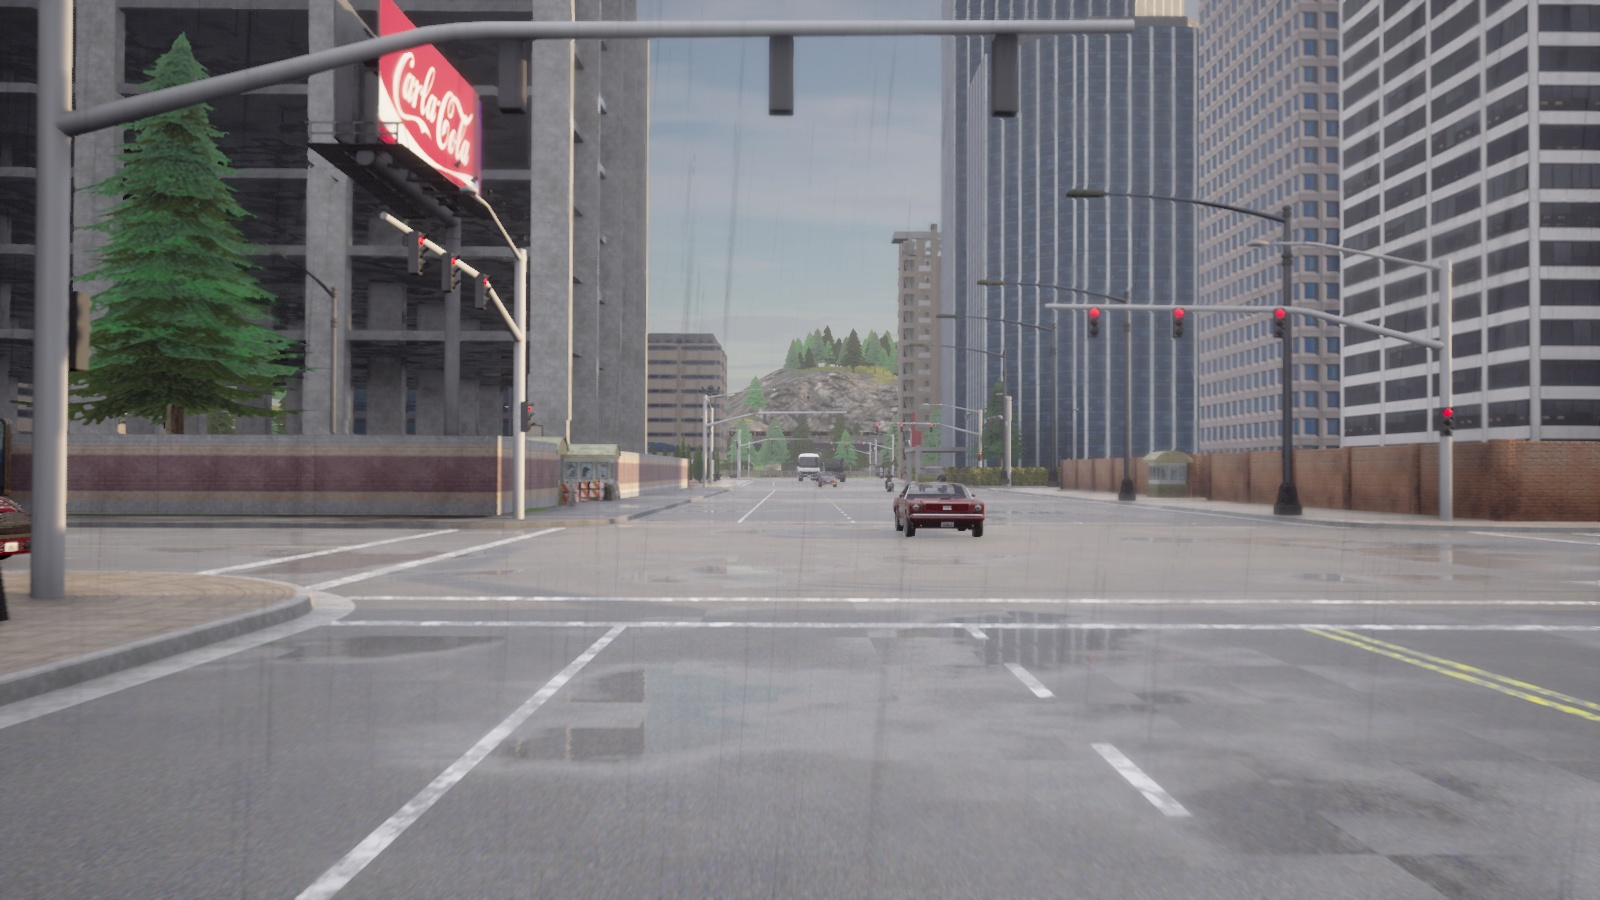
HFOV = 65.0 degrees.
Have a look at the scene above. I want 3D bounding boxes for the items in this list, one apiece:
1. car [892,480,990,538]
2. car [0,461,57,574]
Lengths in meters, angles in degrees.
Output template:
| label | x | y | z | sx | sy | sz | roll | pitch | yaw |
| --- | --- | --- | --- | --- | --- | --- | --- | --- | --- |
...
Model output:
| label | x | y | z | sx | sy | sz | roll | pitch | yaw |
| --- | --- | --- | --- | --- | --- | --- | --- | --- | --- |
| car | 3.427 | 1.427 | 31.367 | 1.895 | 1.301 | 4.718 | 0 | -1 | 0 |
| car | -14.719 | 1.066 | 19.978 | 4.553 | 1.767 | 2.097 | 0 | -1 | 0 |
